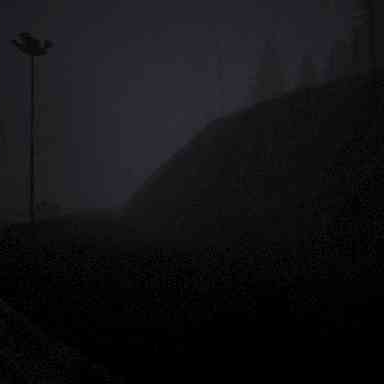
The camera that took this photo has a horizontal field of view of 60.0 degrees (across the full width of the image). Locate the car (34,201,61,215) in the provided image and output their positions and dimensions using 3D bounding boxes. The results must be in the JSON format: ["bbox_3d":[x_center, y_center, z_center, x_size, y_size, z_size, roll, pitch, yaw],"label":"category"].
[{"bbox_3d":[-17.532,1.808,40.271,2.097,1.767,4.553,0,-1,-5],"label":"car"}]
